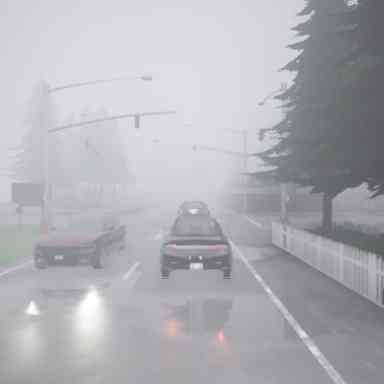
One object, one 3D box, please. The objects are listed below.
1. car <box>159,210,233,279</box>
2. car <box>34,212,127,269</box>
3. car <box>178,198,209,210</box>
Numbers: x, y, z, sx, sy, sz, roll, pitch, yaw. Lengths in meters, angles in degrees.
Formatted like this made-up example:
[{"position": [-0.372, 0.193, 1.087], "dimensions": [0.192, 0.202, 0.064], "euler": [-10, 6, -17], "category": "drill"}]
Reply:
[{"position": [0.102, 1.509, 10.115], "dimensions": [2.128, 1.511, 4.902], "euler": [0, 0, 0], "category": "car"}, {"position": [-3.528, 1.497, 11.378], "dimensions": [1.882, 1.535, 5.008], "euler": [0, 0, 1], "category": "car"}, {"position": [0.099, 1.297, 23.138], "dimensions": [2.097, 1.767, 4.553], "euler": [0, 0, 0], "category": "car"}]
